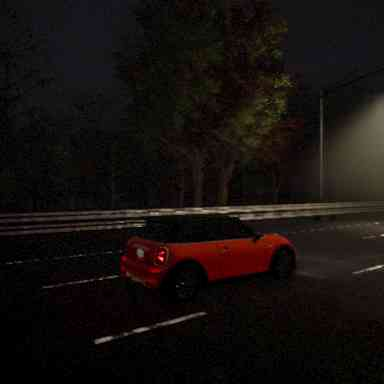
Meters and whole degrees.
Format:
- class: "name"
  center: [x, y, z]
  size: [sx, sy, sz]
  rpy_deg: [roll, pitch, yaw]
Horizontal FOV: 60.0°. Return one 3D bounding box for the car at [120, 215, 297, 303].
- class: "car"
  center: [0.605, 1.359, 8.476]
  size: [4.553, 1.767, 2.097]
  rpy_deg: [0, 0, -35]
